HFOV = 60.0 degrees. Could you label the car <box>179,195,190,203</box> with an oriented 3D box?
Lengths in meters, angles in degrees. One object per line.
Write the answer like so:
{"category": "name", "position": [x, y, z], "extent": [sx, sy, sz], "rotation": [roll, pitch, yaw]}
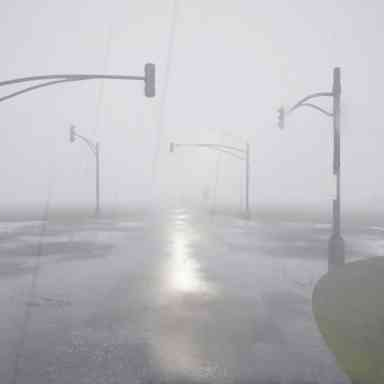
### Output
{"category": "car", "position": [-1.565, 1.384, 69.784], "extent": [2.097, 1.767, 4.553], "rotation": [0, 0, -3]}

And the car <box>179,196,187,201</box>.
{"category": "car", "position": [-2.159, 1.559, 79.858], "extent": [1.895, 1.301, 4.718], "rotation": [0, 0, -4]}

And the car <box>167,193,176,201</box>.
{"category": "car", "position": [-4.548, 1.013, 73.879], "extent": [2.097, 1.767, 4.553], "rotation": [0, 0, -3]}
